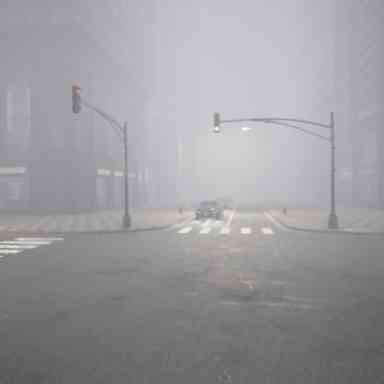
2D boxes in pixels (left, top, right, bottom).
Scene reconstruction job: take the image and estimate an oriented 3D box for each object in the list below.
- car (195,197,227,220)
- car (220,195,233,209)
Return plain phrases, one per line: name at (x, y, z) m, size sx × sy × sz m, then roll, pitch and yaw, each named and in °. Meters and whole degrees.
car at (1.465, 1.385, 26.526) m, size 1.837 × 1.490 × 4.892 m, roll -1°, pitch 0°, yaw 11°
car at (3.576, 1.307, 40.802) m, size 2.128 × 1.511 × 4.902 m, roll -1°, pitch 0°, yaw 9°
